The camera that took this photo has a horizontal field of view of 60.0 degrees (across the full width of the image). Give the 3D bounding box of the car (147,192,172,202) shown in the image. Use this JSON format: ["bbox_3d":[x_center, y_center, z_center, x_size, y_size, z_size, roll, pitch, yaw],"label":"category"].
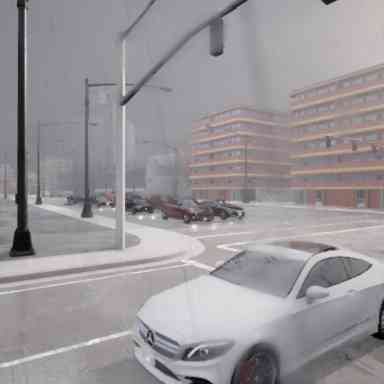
[{"bbox_3d":[-5.668,0.867,57.361,2.128,1.511,4.902,0,1,-34],"label":"car"}]

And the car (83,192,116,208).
[{"bbox_3d":[-10.929,1.069,39.897,2.128,1.511,4.902,0,1,-34],"label":"car"}]

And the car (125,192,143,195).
[{"bbox_3d":[-8.435,1.129,42.453,1.994,1.385,4.181,0,1,-34],"label":"car"}]

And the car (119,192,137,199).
[{"bbox_3d":[-13.300,0.682,68.523,1.837,1.490,4.892,0,0,-34],"label":"car"}]

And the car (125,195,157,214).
[{"bbox_3d":[-5.231,1.317,31.541,1.994,1.385,4.181,0,1,-34],"label":"car"}]

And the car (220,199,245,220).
[{"bbox_3d":[2.194,1.356,26.859,2.128,1.511,4.902,0,1,-35],"label":"car"}]

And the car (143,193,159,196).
[{"bbox_3d":[-2.810,1.091,34.203,2.097,1.767,4.553,0,1,-34],"label":"car"}]

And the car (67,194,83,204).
[{"bbox_3d":[-16.722,0.996,48.444,1.895,1.301,4.718,0,1,-34],"label":"car"}]

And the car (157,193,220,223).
[{"bbox_3d":[-0.371,1.227,24.412,2.097,1.767,4.553,0,1,-34],"label":"car"}]

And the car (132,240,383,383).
[{"bbox_3d":[1.415,1.526,4.999,4.674,1.442,1.812,0,0,-35],"label":"car"}]
